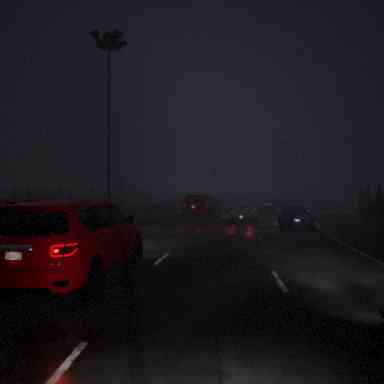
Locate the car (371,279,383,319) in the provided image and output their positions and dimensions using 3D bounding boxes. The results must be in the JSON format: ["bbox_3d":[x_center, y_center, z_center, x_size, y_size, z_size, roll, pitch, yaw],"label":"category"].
[{"bbox_3d":[3.758,1.603,3.241,1.895,1.301,4.718,0,0,2],"label":"car"}]

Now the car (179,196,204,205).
[{"bbox_3d":[-0.059,1.426,58.228,1.882,1.535,5.008,0,0,33],"label":"car"}]

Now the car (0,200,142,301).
[{"bbox_3d":[-2.870,1.206,8.486,2.150,2.045,5.566,0,0,5],"label":"car"}]

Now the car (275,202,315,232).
[{"bbox_3d":[6.299,1.549,20.381,1.994,1.385,4.181,0,0,13],"label":"car"}]

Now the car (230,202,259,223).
[{"bbox_3d":[4.036,1.497,25.319,1.812,1.442,4.674,0,0,16],"label":"car"}]

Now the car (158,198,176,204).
[{"bbox_3d":[-2.747,1.486,46.466,2.033,1.411,5.357,0,0,27],"label":"car"}]

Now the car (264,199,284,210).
[{"bbox_3d":[10.324,1.513,40.902,2.033,1.411,5.357,0,0,27],"label":"car"}]

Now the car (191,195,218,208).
[{"bbox_3d":[1.844,1.295,47.719,2.097,1.767,4.553,0,0,29],"label":"car"}]

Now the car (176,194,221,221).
[{"bbox_3d":[0.872,1.189,27.056,2.150,2.045,5.566,0,0,17],"label":"car"}]
